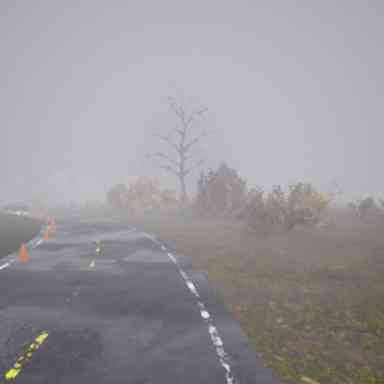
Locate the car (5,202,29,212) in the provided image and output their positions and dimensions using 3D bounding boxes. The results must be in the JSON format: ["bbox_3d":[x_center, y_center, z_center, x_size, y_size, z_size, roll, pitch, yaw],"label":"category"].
[{"bbox_3d":[-25.353,2.133,48.245,4.181,1.385,1.994,-1,-1,41],"label":"car"}]

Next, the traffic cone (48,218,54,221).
[{"bbox_3d":[-10.621,2.260,25.420,0.340,0.580,0.340,1,-1,-25],"label":"traffic cone"}]

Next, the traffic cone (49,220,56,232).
[{"bbox_3d":[-8.740,2.211,20.985,0.340,0.580,0.340,0,-1,-21],"label":"traffic cone"}]

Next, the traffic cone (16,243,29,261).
[{"bbox_3d":[-5.977,2.105,11.762,0.340,0.580,0.340,0,-1,-12],"label":"traffic cone"}]

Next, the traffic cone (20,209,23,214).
[{"bbox_3d":[-21.226,2.427,41.432,0.340,0.580,0.340,1,-1,-42],"label":"traffic cone"}]

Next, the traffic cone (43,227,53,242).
[{"bbox_3d":[-7.189,2.159,16.424,0.340,0.580,0.340,0,-1,-17],"label":"traffic cone"}]

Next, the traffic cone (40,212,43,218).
[{"bbox_3d":[-15.334,2.348,33.816,0.340,0.580,0.340,1,-1,-34],"label":"traffic cone"}]

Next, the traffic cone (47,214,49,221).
[{"bbox_3d":[-12.823,2.306,29.705,0.340,0.580,0.340,1,-1,-29],"label":"traffic cone"}]

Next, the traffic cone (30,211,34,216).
[{"bbox_3d":[-18.139,2.388,37.732,0.340,0.580,0.340,1,-1,-38],"label":"traffic cone"}]
